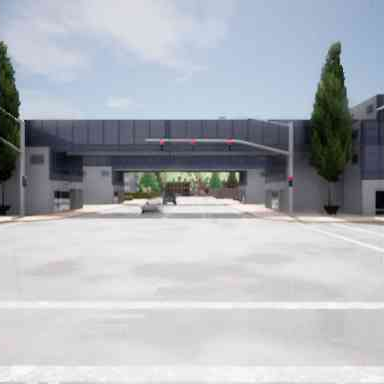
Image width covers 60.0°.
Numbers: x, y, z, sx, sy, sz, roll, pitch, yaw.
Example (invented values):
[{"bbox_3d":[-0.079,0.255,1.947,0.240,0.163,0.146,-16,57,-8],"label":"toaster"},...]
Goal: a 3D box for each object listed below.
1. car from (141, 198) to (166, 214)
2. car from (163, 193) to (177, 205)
[{"bbox_3d":[-4.137,1.592,34.766,1.895,1.301,4.718,0,0,0],"label":"car"},{"bbox_3d":[-3.954,1.208,59.648,2.150,2.045,5.566,0,0,0],"label":"car"}]
